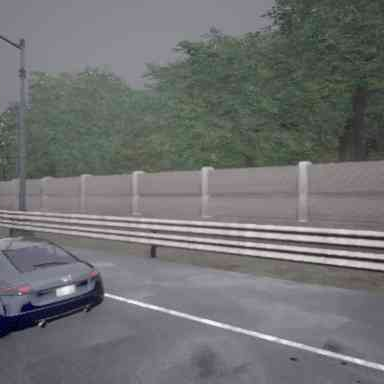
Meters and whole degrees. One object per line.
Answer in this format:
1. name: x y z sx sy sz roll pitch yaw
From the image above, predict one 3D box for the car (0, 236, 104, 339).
1. car: -3.705 1.605 6.666 4.181 1.385 1.994 0 0 36
